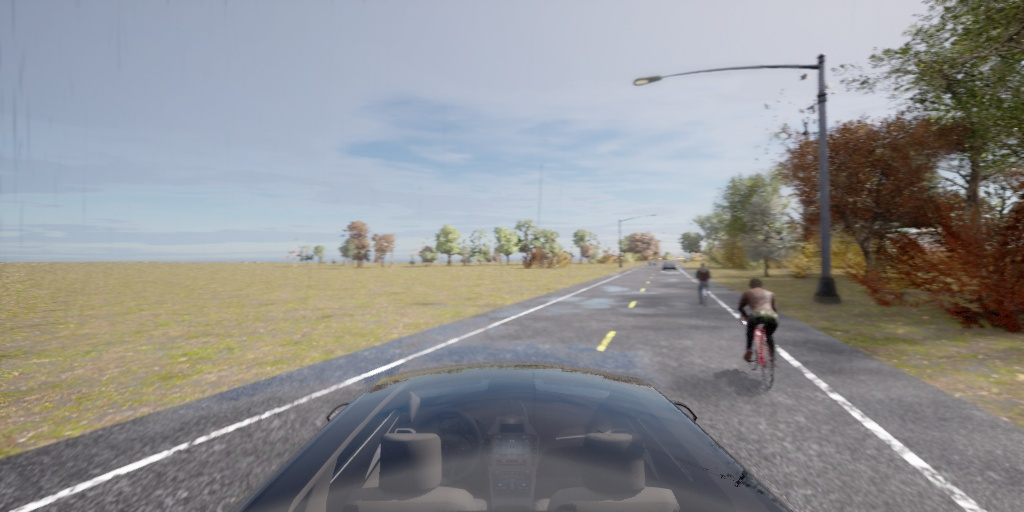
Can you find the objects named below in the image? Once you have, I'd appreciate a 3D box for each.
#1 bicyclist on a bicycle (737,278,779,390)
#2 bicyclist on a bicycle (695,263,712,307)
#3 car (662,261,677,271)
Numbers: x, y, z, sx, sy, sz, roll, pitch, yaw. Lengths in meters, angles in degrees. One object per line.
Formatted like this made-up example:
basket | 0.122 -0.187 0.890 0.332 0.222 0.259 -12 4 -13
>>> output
bicyclist on a bicycle | 4.007 1.190 5.826 0.582 1.620 1.656 -1 -1 23
bicyclist on a bicycle | 7.703 1.148 14.457 0.659 1.776 1.843 -1 0 23
car | 24.367 1.549 55.544 1.994 1.385 4.181 -1 -1 23
